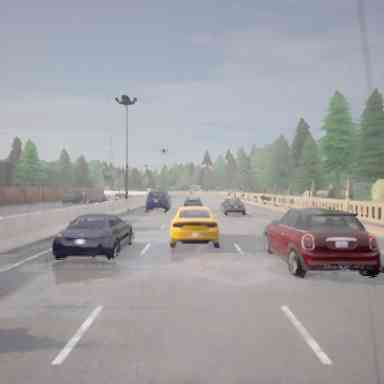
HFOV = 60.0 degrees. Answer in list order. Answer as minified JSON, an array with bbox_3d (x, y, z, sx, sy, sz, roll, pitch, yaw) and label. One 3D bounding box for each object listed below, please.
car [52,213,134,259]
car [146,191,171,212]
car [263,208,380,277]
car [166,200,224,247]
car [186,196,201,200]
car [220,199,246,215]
[{"bbox_3d":[-3.393,1.458,12.101,1.994,1.385,4.181,0,1,0],"label":"car"},{"bbox_3d":[-3.377,0.930,33.874,2.150,2.045,5.566,0,1,0],"label":"car"},{"bbox_3d":[3.606,1.264,10.129,2.097,1.767,4.553,0,0,0],"label":"car"},{"bbox_3d":[0.109,1.353,14.377,1.882,1.535,5.008,0,1,0],"label":"car"},{"bbox_3d":[0.123,1.195,34.367,2.128,1.511,4.902,0,1,0],"label":"car"},{"bbox_3d":[3.620,1.290,29.855,2.033,1.411,5.357,0,1,0],"label":"car"}]
